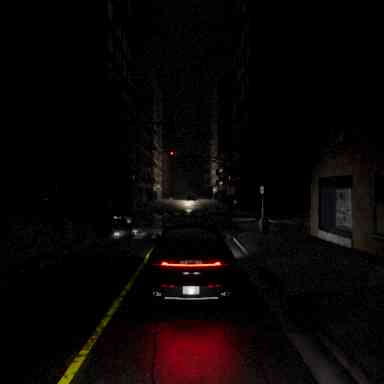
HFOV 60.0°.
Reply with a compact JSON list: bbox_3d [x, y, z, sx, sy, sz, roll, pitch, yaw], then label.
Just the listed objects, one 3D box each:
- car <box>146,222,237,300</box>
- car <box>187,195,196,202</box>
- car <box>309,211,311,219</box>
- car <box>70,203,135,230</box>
[{"bbox_3d":[-0.017,1.506,8.357,1.837,1.490,4.892,0,0,0],"label":"car"},{"bbox_3d":[-0.174,1.488,82.408,2.097,1.767,4.553,0,0,0],"label":"car"},{"bbox_3d":[12.298,1.721,27.510,5.008,1.535,1.882,1,0,-1],"label":"car"},{"bbox_3d":[-5.788,1.478,21.404,4.902,1.511,2.128,1,0,34],"label":"car"}]
